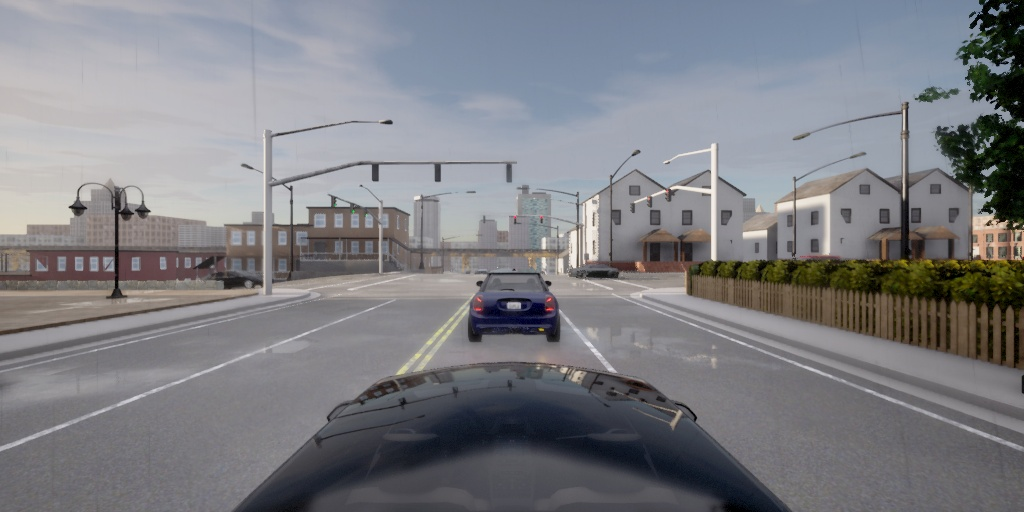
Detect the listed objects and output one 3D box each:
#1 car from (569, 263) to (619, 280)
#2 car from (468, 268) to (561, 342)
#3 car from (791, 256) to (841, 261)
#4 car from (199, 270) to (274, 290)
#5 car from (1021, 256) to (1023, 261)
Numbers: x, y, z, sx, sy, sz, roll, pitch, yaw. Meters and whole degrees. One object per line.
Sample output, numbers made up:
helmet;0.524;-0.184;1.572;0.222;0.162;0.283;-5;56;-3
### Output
car;7.018;1.319;30.895;4.181;1.385;1.994;0;0;-1
car;0.055;1.102;9.942;2.097;1.767;4.553;0;0;0
car;25.702;0.973;31.198;5.566;2.045;2.150;0;0;-1
car;-20.509;1.788;26.749;4.892;1.490;1.837;-5;0;-1
car;42.784;0.970;27.774;5.566;2.045;2.150;0;0;-1
